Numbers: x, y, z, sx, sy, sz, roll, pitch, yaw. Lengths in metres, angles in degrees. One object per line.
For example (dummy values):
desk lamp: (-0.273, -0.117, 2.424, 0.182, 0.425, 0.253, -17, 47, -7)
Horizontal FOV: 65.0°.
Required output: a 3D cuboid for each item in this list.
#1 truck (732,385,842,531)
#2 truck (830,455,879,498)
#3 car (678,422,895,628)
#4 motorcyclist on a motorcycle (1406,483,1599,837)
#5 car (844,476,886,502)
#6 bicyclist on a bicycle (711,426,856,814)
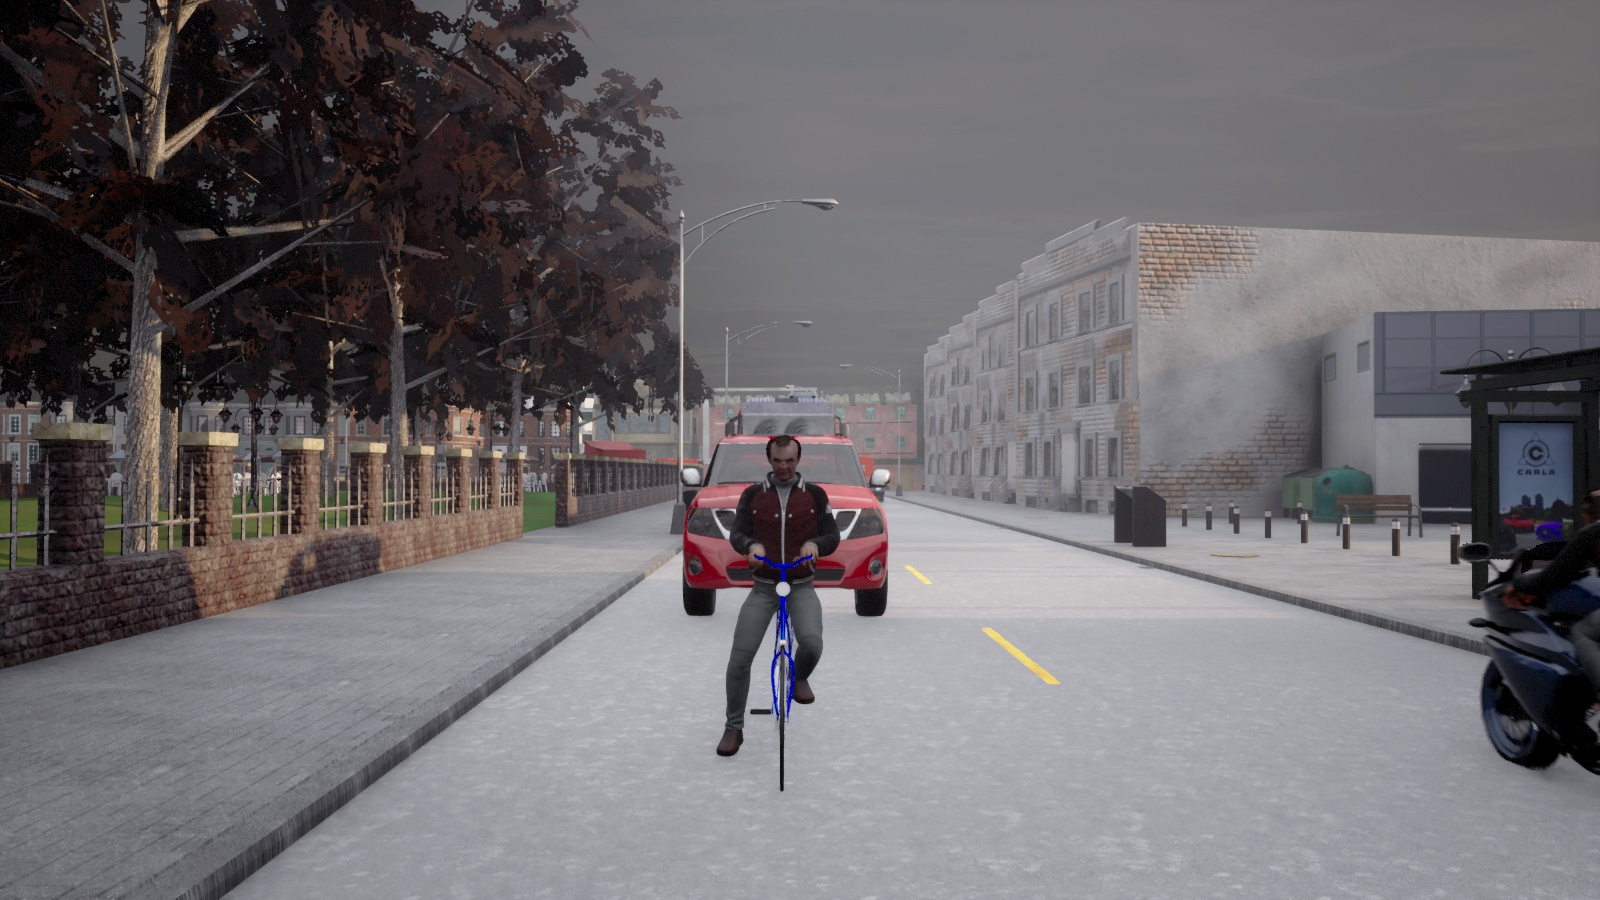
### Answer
truck: (-0.389, 0.278, 37.431, 2.891, 3.827, 8.468, 0, -1, -1)
truck: (3.196, 1.574, 75.182, 2.627, 2.467, 5.204, 0, -1, -1)
car: (-0.171, 0.791, 15.308, 2.150, 2.045, 5.566, 0, -1, -1)
motorcyclist on a motorcycle: (3.922, 0.936, 6.095, 0.866, 1.530, 2.191, 0, -1, -1)
car: (3.312, 1.989, 64.916, 1.895, 1.301, 4.718, 0, -1, -1)
bicyclist on a bicycle: (-0.083, 0.798, 6.689, 0.659, 1.776, 1.843, 0, -1, -1)
